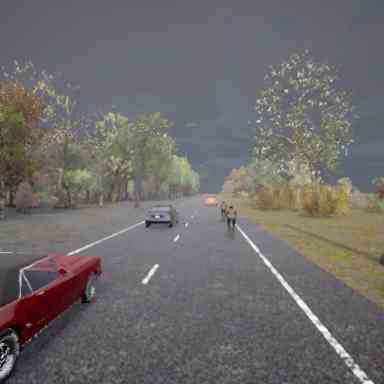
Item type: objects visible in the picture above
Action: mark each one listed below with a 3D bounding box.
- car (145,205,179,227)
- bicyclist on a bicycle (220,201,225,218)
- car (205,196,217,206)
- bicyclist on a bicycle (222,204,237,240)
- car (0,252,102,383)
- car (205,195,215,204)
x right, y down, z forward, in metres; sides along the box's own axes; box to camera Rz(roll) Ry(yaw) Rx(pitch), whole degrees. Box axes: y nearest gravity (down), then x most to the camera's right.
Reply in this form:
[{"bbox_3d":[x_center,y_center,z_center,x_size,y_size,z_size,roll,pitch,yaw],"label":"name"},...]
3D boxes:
[{"bbox_3d":[-2.045,1.635,23.538,2.033,1.411,5.357,0,0,3],"label":"car"},{"bbox_3d":[2.427,1.540,25.416,0.582,1.620,1.656,0,-1,3],"label":"bicyclist on a bicycle"},{"bbox_3d":[3.482,1.568,61.306,2.097,1.767,4.553,0,0,2],"label":"car"},{"bbox_3d":[1.949,1.509,16.427,0.582,1.620,1.656,0,-1,3],"label":"bicyclist on a bicycle"},{"bbox_3d":[-3.014,1.624,5.301,1.895,1.301,4.718,0,0,3],"label":"car"},{"bbox_3d":[4.047,1.619,74.088,2.097,1.767,4.553,0,0,3],"label":"car"}]
